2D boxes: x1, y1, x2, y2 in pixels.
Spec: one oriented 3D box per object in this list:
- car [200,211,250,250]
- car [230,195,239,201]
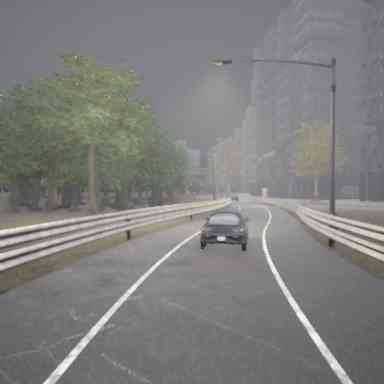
[{"bbox_3d":[1.488,1.539,14.458,1.812,1.442,4.674,0,0,10],"label":"car"},{"bbox_3d":[9.894,1.453,79.418,1.837,1.490,4.892,0,0,-5],"label":"car"}]
